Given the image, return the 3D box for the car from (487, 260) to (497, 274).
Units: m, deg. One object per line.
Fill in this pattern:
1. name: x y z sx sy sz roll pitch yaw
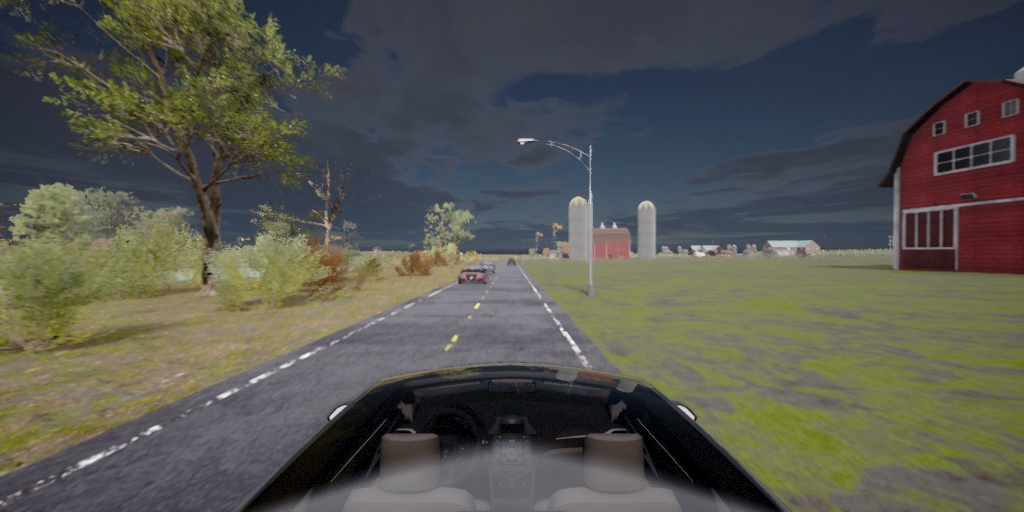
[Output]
1. car: -2.788 1.258 40.606 2.128 1.511 4.902 0 0 0

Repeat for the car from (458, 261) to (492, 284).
1. car: -2.784 1.312 26.578 1.994 1.385 4.181 0 0 0
